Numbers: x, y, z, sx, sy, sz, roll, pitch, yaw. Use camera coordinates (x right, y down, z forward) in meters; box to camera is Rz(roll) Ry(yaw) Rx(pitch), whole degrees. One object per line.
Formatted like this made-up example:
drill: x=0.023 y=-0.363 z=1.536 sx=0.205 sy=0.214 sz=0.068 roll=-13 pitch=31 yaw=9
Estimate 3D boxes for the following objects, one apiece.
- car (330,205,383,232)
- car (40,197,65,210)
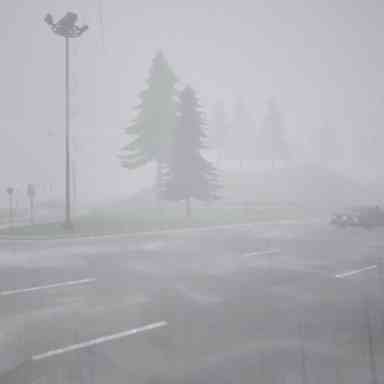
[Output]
car: x=10.444 y=1.480 z=19.791 sx=5.357 sy=1.411 sz=2.033 roll=0 pitch=0 yaw=-35
car: x=-18.177 y=1.442 z=43.135 sx=1.882 sy=1.535 sz=5.008 roll=1 pitch=-1 yaw=-41
